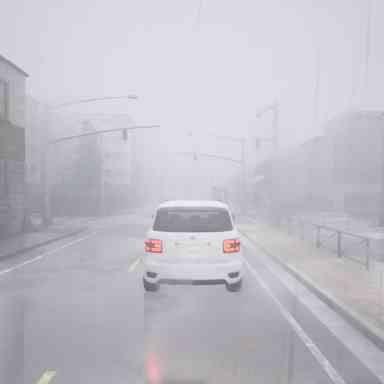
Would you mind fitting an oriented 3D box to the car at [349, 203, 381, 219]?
[{"bbox_3d":[16.656,1.740,30.263,4.181,1.385,1.994,0,0,0],"label":"car"}]

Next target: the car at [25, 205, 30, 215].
[{"bbox_3d":[-17.283,1.528,30.088,4.553,1.767,2.097,0,0,-1],"label":"car"}]

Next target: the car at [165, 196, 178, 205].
[{"bbox_3d":[-3.689,1.490,60.586,2.128,1.511,4.902,0,0,0],"label":"car"}]

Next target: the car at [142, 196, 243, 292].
[{"bbox_3d":[0.035,1.221,9.080,2.150,2.045,5.566,0,0,1],"label":"car"}]

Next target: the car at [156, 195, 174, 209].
[{"bbox_3d":[-3.691,1.352,46.592,2.097,1.767,4.553,0,0,0],"label":"car"}]
